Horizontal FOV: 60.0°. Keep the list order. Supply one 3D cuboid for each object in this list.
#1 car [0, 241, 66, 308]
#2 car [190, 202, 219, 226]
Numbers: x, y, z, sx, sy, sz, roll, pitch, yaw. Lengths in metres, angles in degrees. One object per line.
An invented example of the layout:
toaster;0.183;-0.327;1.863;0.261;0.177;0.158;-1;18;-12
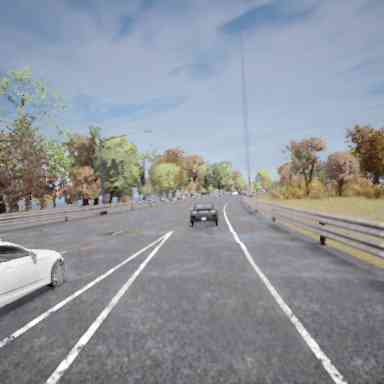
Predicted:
car;-4.467;1.755;6.979;1.812;1.442;4.674;-3;0;7
car;0.886;1.473;23.366;2.128;1.511;4.902;-3;0;3
